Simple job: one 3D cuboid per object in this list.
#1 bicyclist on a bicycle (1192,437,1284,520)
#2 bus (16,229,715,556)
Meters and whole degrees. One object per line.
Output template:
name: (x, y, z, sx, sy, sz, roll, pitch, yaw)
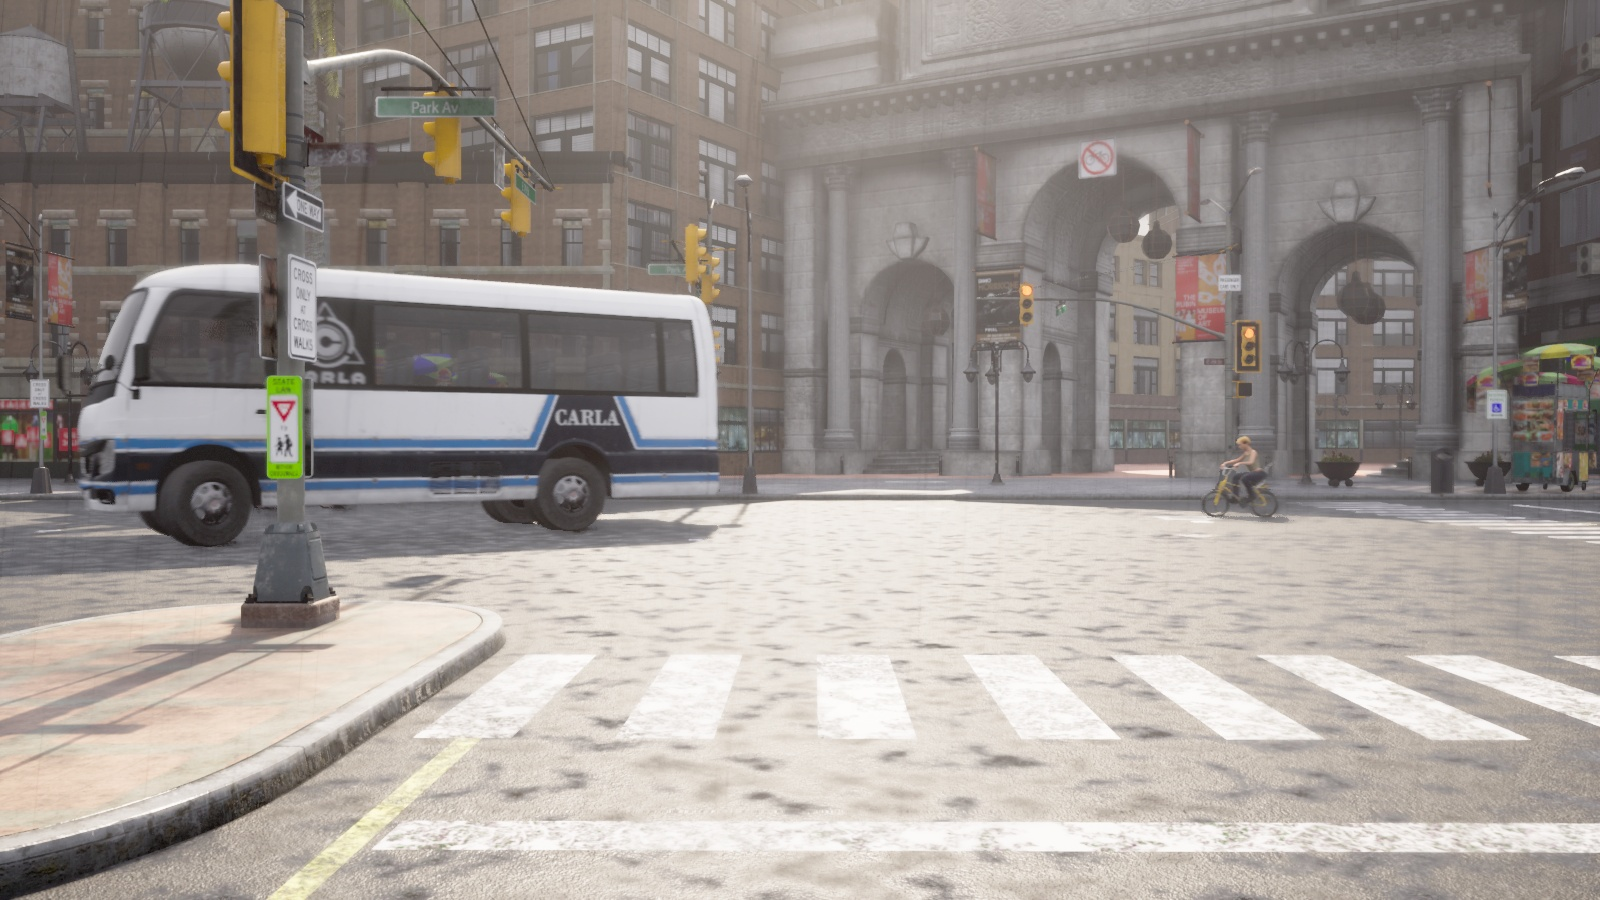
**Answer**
bicyclist on a bicycle: (8.626, 0.550, 24.788, 1.509, 1.612, 0.866, 0, 0, 1)
bus: (-6.869, -0.753, 20.846, 10.273, 4.253, 3.944, 0, 0, -34)
